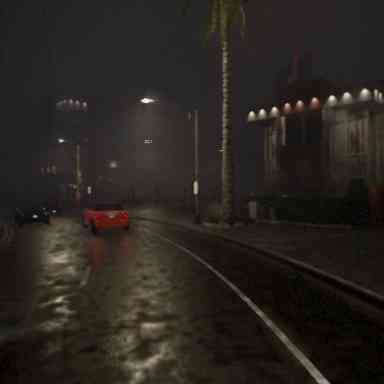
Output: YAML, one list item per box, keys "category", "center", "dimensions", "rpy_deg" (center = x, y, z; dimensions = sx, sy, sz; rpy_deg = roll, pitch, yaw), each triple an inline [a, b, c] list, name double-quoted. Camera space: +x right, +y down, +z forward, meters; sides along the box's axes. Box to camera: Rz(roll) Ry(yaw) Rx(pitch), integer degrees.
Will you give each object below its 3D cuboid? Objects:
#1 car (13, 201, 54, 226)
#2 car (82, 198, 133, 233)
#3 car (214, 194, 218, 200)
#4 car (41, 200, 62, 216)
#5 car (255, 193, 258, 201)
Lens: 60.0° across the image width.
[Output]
- category: "car"
  center: [-11.529, 1.601, 23.871]
  dimensions: [1.994, 1.385, 4.181]
  rpy_deg: [0, 0, -32]
- category: "car"
  center: [-5.311, 1.358, 20.122]
  dimensions: [2.097, 1.767, 4.553]
  rpy_deg: [0, 0, -25]
- category: "car"
  center: [2.266, 1.479, 67.550]
  dimensions: [4.718, 1.301, 1.895]
  rpy_deg: [0, 0, 43]
- category: "car"
  center: [-14.376, 1.548, 32.558]
  dimensions: [1.837, 1.490, 4.892]
  rpy_deg: [0, 0, -43]
- category: "car"
  center: [9.936, 1.300, 51.038]
  dimensions: [4.674, 1.452, 2.002]
  rpy_deg: [0, 0, 43]
